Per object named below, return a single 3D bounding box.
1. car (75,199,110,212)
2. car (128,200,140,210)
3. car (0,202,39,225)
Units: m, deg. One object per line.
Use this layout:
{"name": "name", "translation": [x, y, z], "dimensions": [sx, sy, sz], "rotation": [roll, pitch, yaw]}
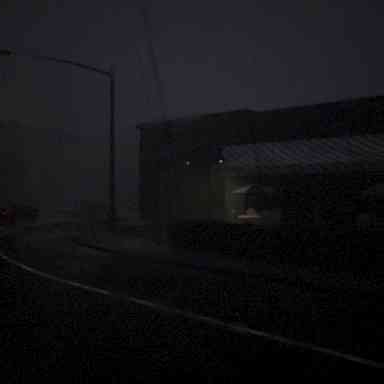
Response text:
{"name": "car", "translation": [-11.554, 1.517, 38.829], "dimensions": [1.994, 1.385, 4.181], "rotation": [0, 0, 31]}
{"name": "car", "translation": [-5.710, 1.559, 41.463], "dimensions": [1.895, 1.301, 4.718], "rotation": [0, 0, 33]}
{"name": "car", "translation": [-12.554, 1.442, 23.394], "dimensions": [1.882, 1.535, 5.008], "rotation": [0, 0, -3]}
